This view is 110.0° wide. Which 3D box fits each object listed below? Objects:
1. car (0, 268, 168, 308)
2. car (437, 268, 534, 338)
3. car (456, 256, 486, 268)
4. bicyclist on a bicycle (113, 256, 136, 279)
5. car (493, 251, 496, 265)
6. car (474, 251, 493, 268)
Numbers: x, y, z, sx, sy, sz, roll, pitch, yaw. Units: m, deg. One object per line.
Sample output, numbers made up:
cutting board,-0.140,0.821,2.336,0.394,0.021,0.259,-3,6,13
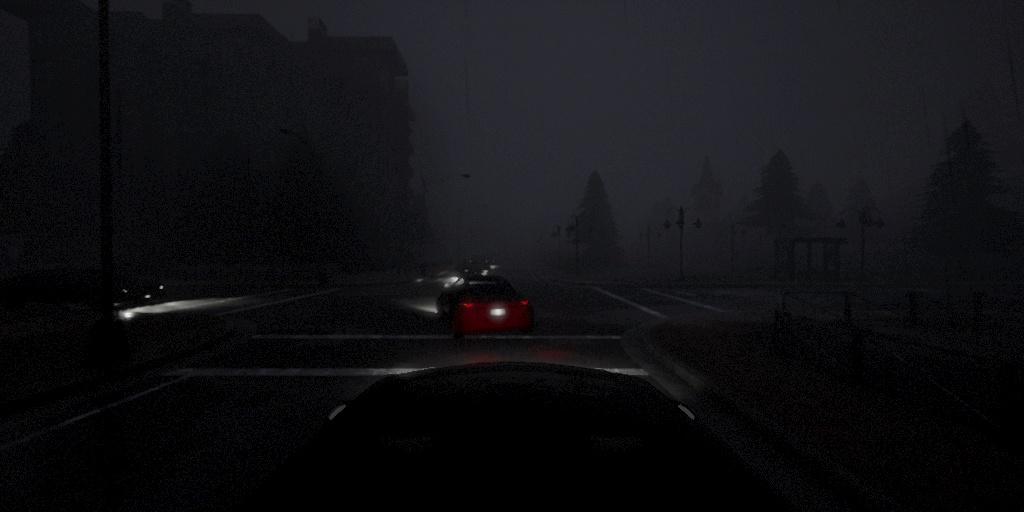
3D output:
car,-16.599,1.160,13.682,5.357,1.411,2.033,0,1,-1
car,-0.889,1.214,10.010,1.994,1.385,4.181,0,1,-17
car,-3.593,0.949,30.297,1.994,1.385,4.181,0,1,0
bicyclist on a bicycle,-22.976,0.818,21.097,0.582,1.620,1.656,0,1,-1
car,-3.562,0.292,54.738,2.150,2.045,5.566,0,1,1
car,-3.595,0.607,40.414,2.097,1.767,4.553,0,1,0
